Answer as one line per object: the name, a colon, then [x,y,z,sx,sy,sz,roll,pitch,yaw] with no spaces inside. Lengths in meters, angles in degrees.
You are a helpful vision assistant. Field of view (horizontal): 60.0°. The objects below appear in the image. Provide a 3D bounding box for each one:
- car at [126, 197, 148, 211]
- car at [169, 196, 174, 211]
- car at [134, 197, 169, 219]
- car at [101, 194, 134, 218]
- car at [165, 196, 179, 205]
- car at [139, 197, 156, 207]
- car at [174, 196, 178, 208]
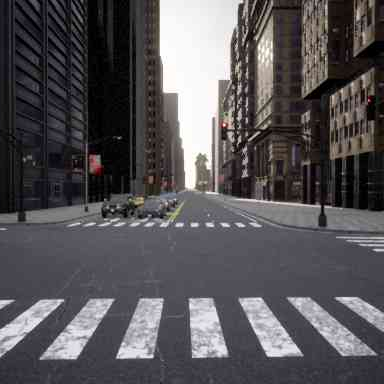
car: [-6.669,1.428,40.615,1.882,1.535,5.008,0,0,0]
car: [-3.423,1.481,37.988,1.812,1.442,4.674,0,0,0]
car: [-3.403,1.323,29.007,2.097,1.767,4.553,0,0,0]
car: [-6.658,1.190,30.610,2.150,2.045,5.566,0,0,0]
car: [-3.431,1.465,58.431,2.033,1.411,5.357,0,0,0]
car: [-6.695,1.496,50.506,1.994,1.385,4.181,0,0,0]
car: [-3.451,1.501,48.014,1.994,1.385,4.181,0,0,-1]
